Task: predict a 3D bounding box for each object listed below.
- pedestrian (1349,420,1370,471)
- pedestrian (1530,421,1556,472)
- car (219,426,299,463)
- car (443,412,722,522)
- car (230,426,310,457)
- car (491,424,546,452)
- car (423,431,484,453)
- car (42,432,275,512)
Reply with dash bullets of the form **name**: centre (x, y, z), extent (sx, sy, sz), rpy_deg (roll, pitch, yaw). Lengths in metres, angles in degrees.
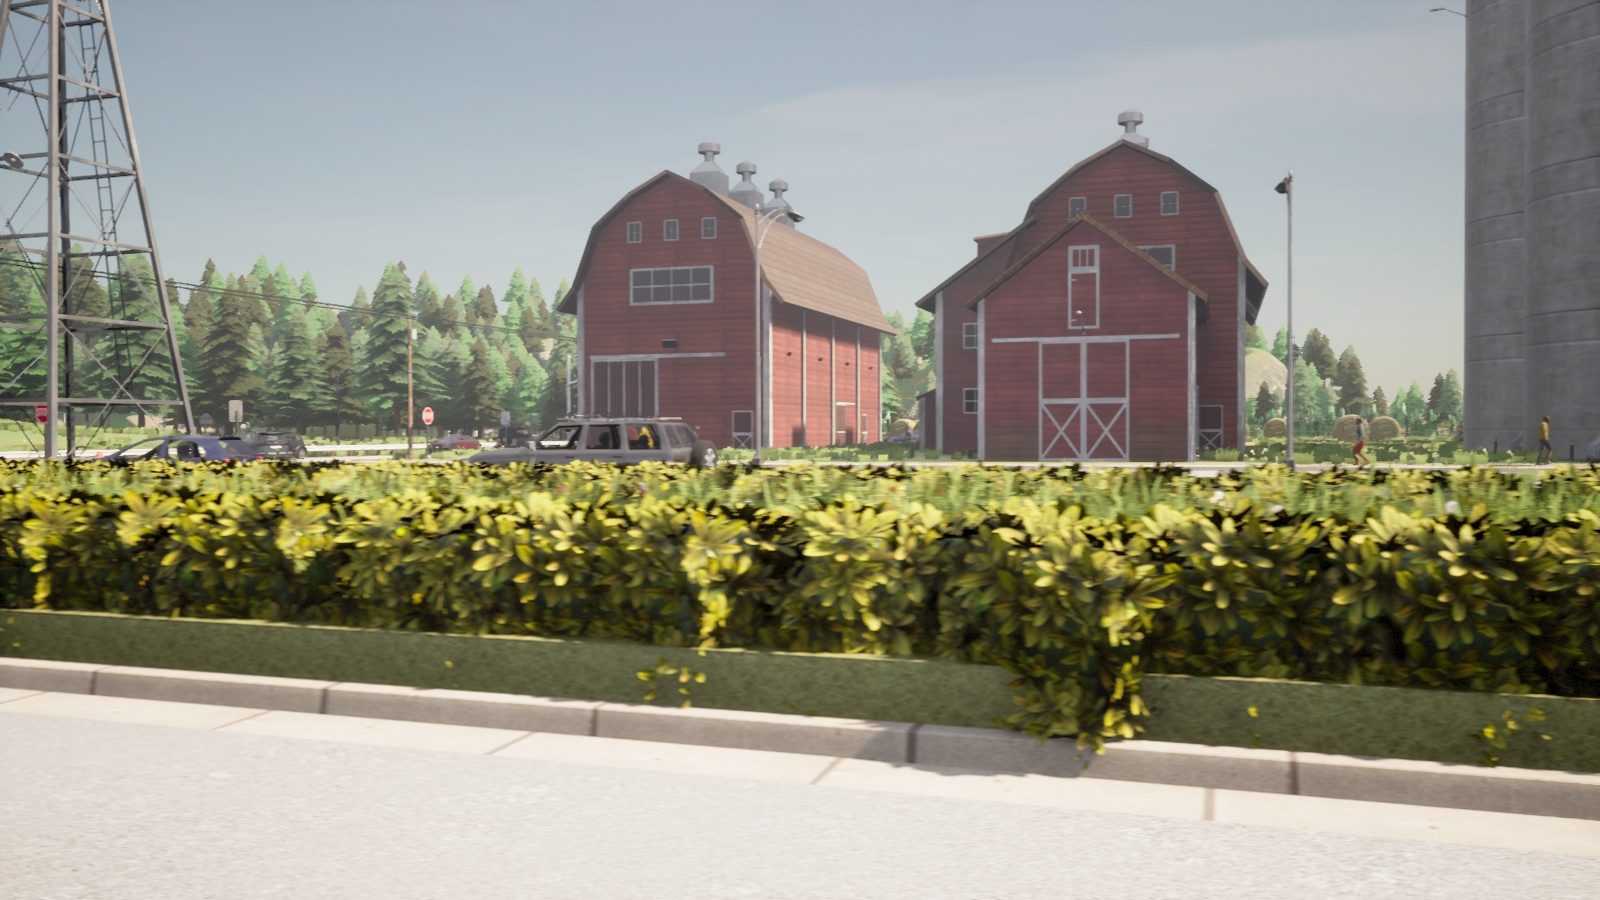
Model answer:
- **pedestrian**: centre (20.352, -0.173, 45.684), extent (0.614, 1.847, 0.353), rpy_deg (0, 1, 17)
- **pedestrian**: centre (26.782, -0.142, 45.257), extent (0.726, 1.835, 0.370), rpy_deg (1, 1, 17)
- **car**: centre (-25.454, -0.284, 58.990), extent (2.033, 1.649, 4.856), rpy_deg (-1, 2, -42)
- **car**: centre (-3.908, 0.264, 22.727), extent (4.605, 1.855, 1.932), rpy_deg (0, 1, 19)
- **car**: centre (-28.830, -0.480, 68.447), extent (1.851, 1.617, 3.988), rpy_deg (1, 1, 19)
- **car**: centre (-19.197, -0.823, 85.769), extent (1.905, 1.878, 3.866), rpy_deg (1, 1, 19)
- **car**: centre (-23.303, -0.552, 84.592), extent (1.994, 1.385, 4.181), rpy_deg (1, 1, 19)
- **car**: centre (-12.537, 0.398, 24.685), extent (3.633, 1.501, 1.845), rpy_deg (0, 1, 3)
